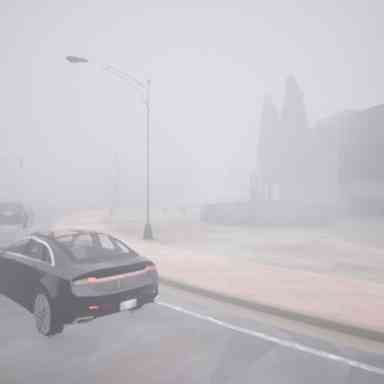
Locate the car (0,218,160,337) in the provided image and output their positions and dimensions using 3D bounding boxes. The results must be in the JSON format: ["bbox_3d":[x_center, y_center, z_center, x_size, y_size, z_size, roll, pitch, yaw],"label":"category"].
[{"bbox_3d":[-2.703,1.523,6.833,4.902,1.511,2.128,0,0,45],"label":"car"}]

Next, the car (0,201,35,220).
[{"bbox_3d":[-12.119,1.434,22.717,2.097,1.767,4.553,0,-1,-19],"label":"car"}]

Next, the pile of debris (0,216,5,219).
[{"bbox_3d":[-17.483,2.271,29.070,1.500,0.140,1.860,0,0,-10],"label":"pile of debris"}]
